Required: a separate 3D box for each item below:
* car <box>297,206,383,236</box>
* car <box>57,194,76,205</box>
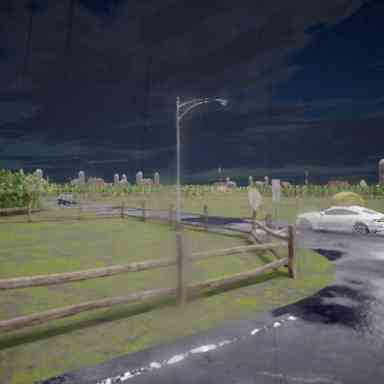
[{"bbox_3d":[7.926,1.451,17.705,1.812,1.442,4.674,-3,3,-45],"label":"car"},{"bbox_3d":[-18.843,1.155,49.864,1.837,1.490,4.892,-1,1,-36],"label":"car"}]
